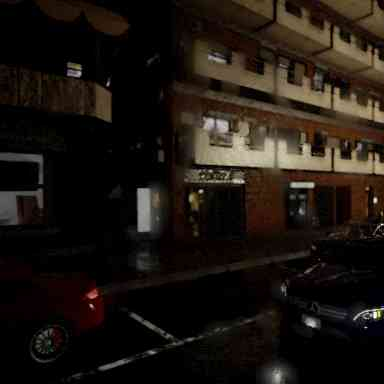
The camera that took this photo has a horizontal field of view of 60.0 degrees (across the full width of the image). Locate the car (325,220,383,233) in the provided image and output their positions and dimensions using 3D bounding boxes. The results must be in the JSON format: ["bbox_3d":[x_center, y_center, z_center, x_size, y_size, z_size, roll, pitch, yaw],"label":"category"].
[{"bbox_3d":[5.678,1.637,11.001,4.403,1.369,2.008,0,-1,-37],"label":"car"}]

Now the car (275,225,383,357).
[{"bbox_3d":[3.527,1.575,6.092,4.674,1.442,1.812,0,0,-37],"label":"car"}]

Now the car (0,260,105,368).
[{"bbox_3d":[-3.235,1.606,4.212,4.206,1.307,1.802,0,-1,-37],"label":"car"}]
